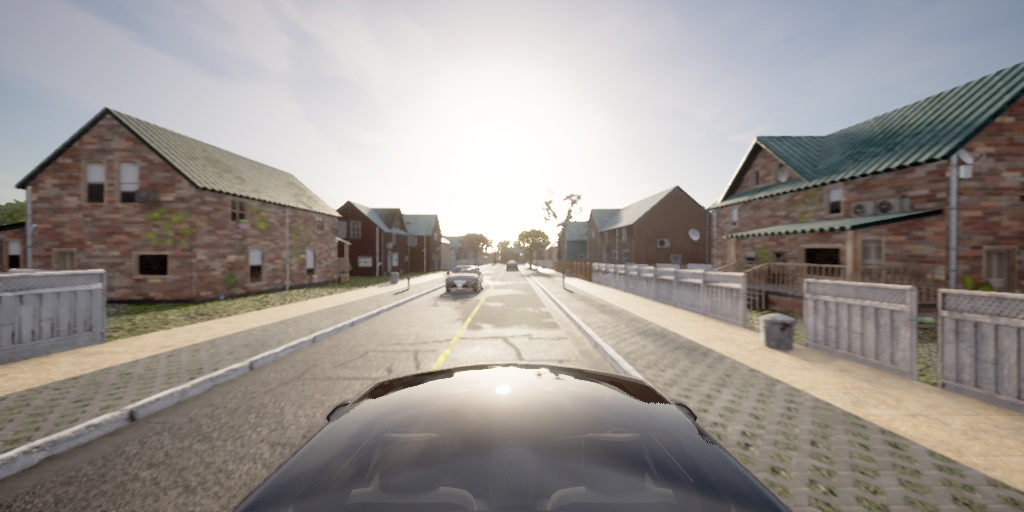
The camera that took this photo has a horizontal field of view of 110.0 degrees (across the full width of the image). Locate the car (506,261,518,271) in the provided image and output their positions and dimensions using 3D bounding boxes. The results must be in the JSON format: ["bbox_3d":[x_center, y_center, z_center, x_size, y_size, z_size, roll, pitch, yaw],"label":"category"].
[{"bbox_3d":[0.012,1.588,59.044,1.882,1.535,5.008,0,0,0],"label":"car"}]

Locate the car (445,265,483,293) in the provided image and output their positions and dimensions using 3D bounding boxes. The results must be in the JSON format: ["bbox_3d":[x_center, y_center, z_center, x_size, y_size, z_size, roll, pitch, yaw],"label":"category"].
[{"bbox_3d":[-2.814,1.337,21.827,2.128,1.511,4.902,0,0,0],"label":"car"}]
